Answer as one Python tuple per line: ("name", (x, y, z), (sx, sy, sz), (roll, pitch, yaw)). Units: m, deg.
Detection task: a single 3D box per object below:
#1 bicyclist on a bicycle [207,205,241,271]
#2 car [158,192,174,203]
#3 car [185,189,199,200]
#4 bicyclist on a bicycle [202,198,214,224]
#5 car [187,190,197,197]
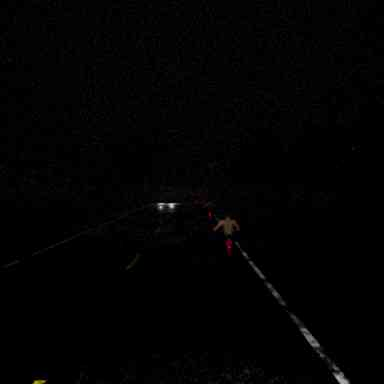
("bicyclist on a bicycle", (0.982, 1.288, 9.327), (0.866, 1.612, 1.509), (0, 1, 0))
("car", (-3.582, 0.782, 47.178), (1.812, 1.442, 4.674), (0, 1, 0))
("car", (0.100, 0.634, 56.568), (1.812, 1.442, 4.674), (0, 1, 0))
("bicyclist on a bicycle", (0.983, 1.139, 18.812), (0.866, 1.612, 1.509), (0, 1, 0))
("car", (0.005, 0.377, 73.777), (2.033, 1.411, 5.357), (0, 1, 0))
